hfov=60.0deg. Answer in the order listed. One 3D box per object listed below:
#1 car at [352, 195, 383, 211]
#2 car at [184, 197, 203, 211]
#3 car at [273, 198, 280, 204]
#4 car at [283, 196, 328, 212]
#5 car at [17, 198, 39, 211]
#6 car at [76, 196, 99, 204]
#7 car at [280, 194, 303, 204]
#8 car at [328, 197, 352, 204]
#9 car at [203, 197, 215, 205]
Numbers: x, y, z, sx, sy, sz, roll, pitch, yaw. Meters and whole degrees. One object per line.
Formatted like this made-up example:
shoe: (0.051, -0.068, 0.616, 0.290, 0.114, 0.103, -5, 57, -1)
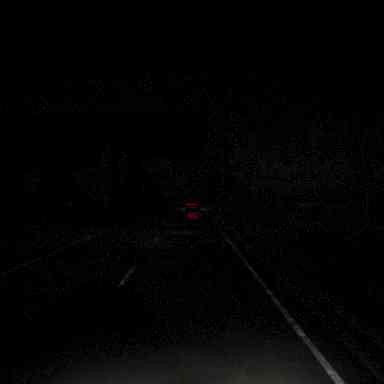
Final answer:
car: (21.162, 1.226, 37.516, 4.605, 1.855, 1.932, 0, 0, -1)
car: (0.099, 1.650, 42.119, 1.837, 1.490, 4.892, 0, 0, 0)
car: (17.899, 1.517, 63.395, 4.902, 1.511, 2.128, 0, 0, 0)
car: (12.683, 1.489, 37.426, 3.806, 1.475, 1.970, 0, 0, -1)
car: (-20.729, 1.620, 41.097, 2.242, 1.667, 4.611, 0, 0, -1)
car: (-19.631, 1.567, 63.267, 4.674, 1.442, 1.812, 1, 0, 0)
car: (13.274, 1.216, 40.755, 3.866, 1.878, 1.905, 0, 0, -1)
car: (28.441, 1.565, 63.429, 5.357, 1.411, 2.033, 0, 0, 0)
car: (2.027, 1.584, 58.365, 2.033, 1.411, 5.357, -1, 0, 36)
